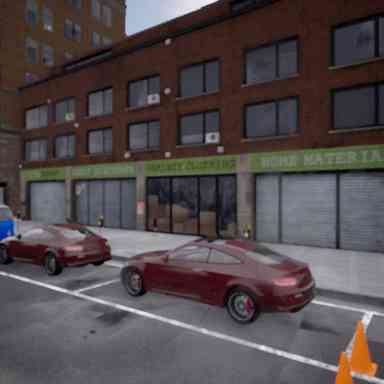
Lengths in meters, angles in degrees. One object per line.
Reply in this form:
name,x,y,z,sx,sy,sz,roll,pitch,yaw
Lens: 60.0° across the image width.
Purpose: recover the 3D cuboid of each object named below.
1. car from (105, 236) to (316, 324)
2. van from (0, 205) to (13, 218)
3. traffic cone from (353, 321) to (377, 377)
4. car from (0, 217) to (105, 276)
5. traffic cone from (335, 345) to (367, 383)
car,0.346,1.589,6.943,4.206,1.307,1.802,0,0,35
van,-8.879,1.362,13.505,3.998,1.788,1.690,0,0,35
traffic cone,2.158,1.958,4.267,0.340,0.580,0.340,0,0,35
car,-4.267,1.597,10.224,4.206,1.307,1.802,0,0,35
traffic cone,1.579,1.957,3.452,0.340,0.580,0.340,0,0,35
